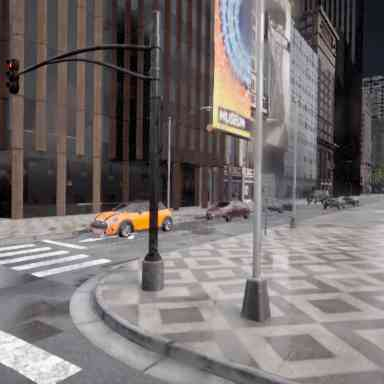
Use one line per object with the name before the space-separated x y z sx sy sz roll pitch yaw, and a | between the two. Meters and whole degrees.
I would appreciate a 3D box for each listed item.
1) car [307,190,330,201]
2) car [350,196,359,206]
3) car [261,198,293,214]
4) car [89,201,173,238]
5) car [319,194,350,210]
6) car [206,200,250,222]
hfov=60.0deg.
car | 17.807 0.708 46.525 2.150 2.045 5.566 1 1 35
car | 23.636 1.297 49.583 1.837 1.490 4.892 1 1 35
car | 8.895 1.373 34.118 2.033 1.411 5.357 1 1 35
car | -3.061 1.258 17.276 2.097 1.767 4.553 1 1 36
car | 17.653 1.342 41.045 1.837 1.490 4.892 1 1 36
car | 2.881 1.392 25.630 1.812 1.442 4.674 1 1 36
